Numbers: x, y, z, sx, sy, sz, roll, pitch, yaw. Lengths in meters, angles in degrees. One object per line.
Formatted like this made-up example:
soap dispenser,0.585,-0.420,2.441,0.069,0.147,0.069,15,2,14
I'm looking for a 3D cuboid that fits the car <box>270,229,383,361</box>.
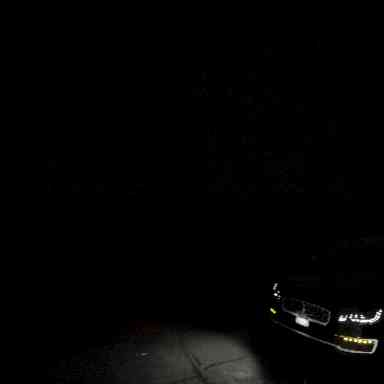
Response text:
car,3.440,1.460,5.782,4.892,1.490,1.837,0,0,-35
